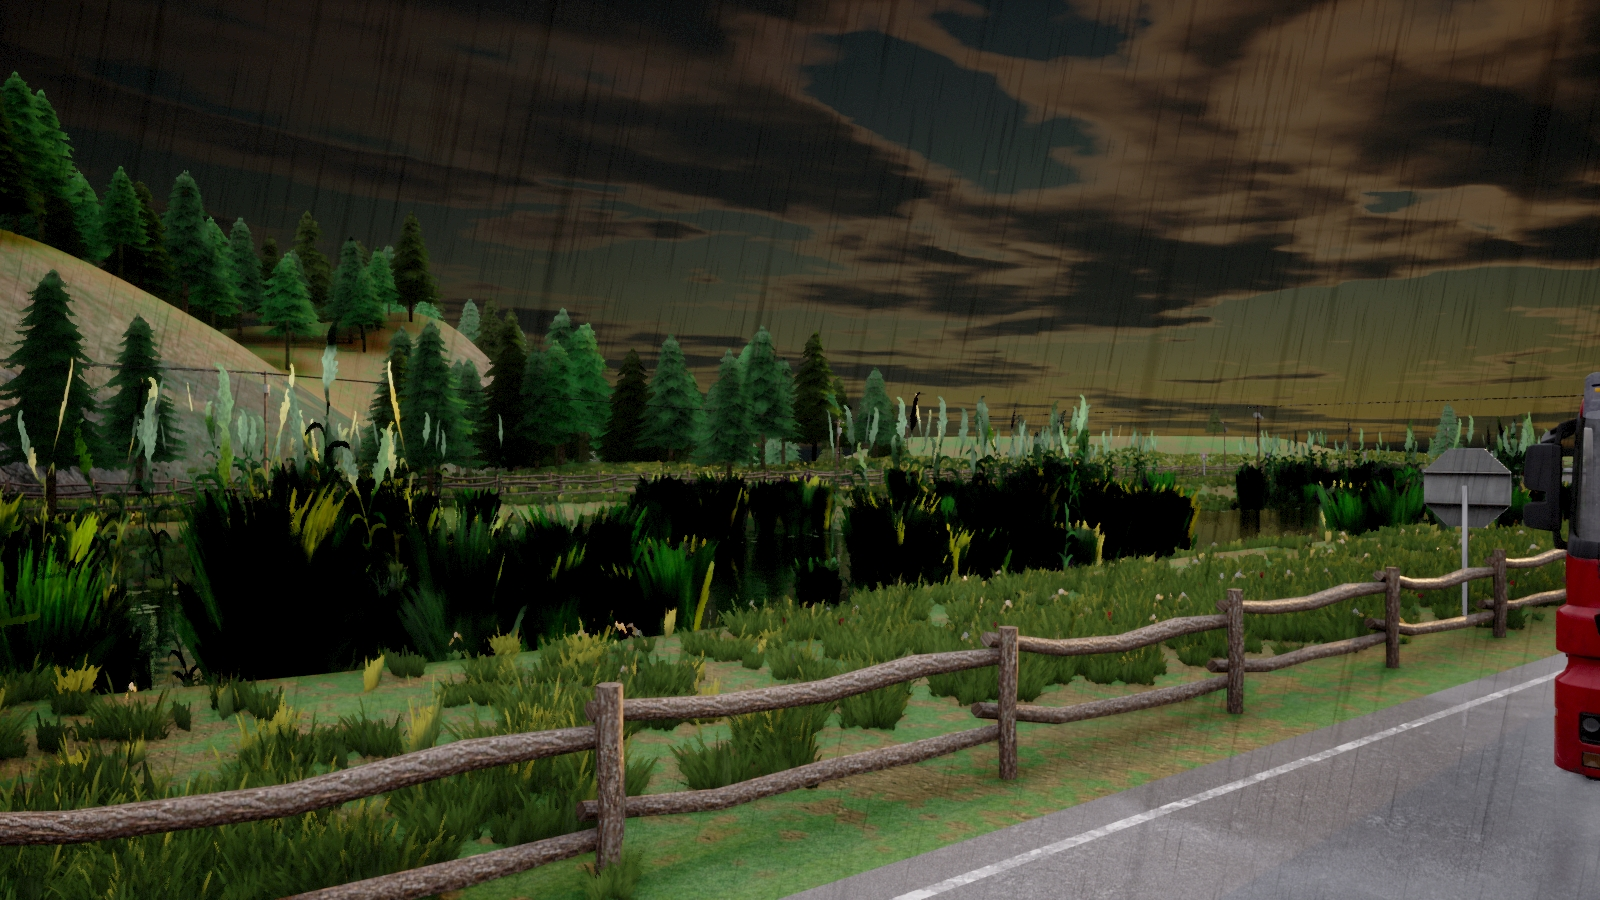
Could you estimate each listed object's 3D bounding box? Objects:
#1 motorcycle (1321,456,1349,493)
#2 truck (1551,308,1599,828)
[{"bbox_3d":[34.880,1.577,74.489,2.033,2.348,0.803,0,0,-39],"label":"motorcycle"},{"bbox_3d":[9.470,0.862,10.933,2.891,3.827,8.468,0,0,40],"label":"truck"}]
